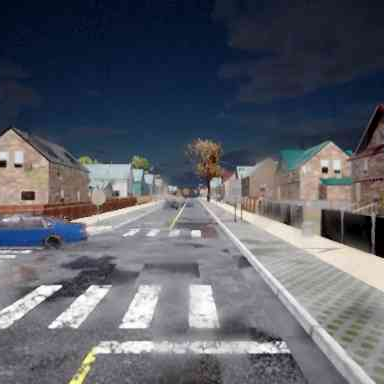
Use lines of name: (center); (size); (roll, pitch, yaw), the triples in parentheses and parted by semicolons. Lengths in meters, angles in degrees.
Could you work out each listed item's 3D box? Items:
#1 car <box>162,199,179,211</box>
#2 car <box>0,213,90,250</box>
car: (-2.676, 1.572, 42.556); (2.033, 1.411, 5.357); (0, 0, 0)
car: (-6.910, 1.577, 13.403); (5.357, 1.411, 2.033); (1, -1, -16)
